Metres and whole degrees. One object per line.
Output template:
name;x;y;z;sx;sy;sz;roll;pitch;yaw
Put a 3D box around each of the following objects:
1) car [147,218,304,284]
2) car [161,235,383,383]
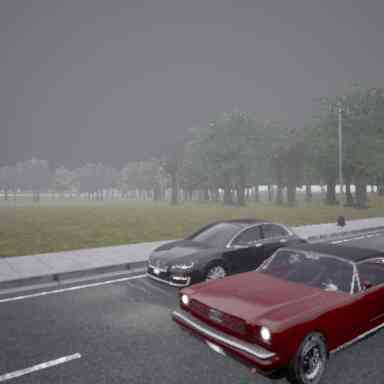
car;1.140;1.498;8.834;4.892;1.490;1.837;0;0;-38
car;2.038;1.595;5.424;4.718;1.301;1.895;0;0;-38
